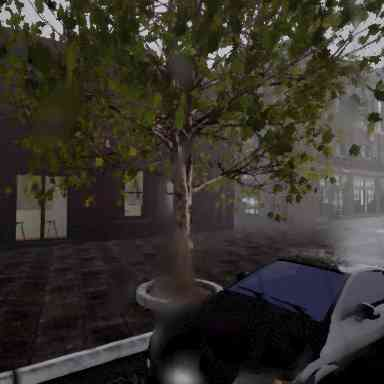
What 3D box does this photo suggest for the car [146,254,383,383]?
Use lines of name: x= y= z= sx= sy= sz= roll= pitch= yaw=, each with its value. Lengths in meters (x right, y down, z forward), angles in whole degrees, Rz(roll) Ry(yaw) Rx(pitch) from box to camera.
car: x=1.545 y=1.564 z=4.218 sx=4.181 sy=1.385 sz=1.994 roll=0 pitch=0 yaw=-36
